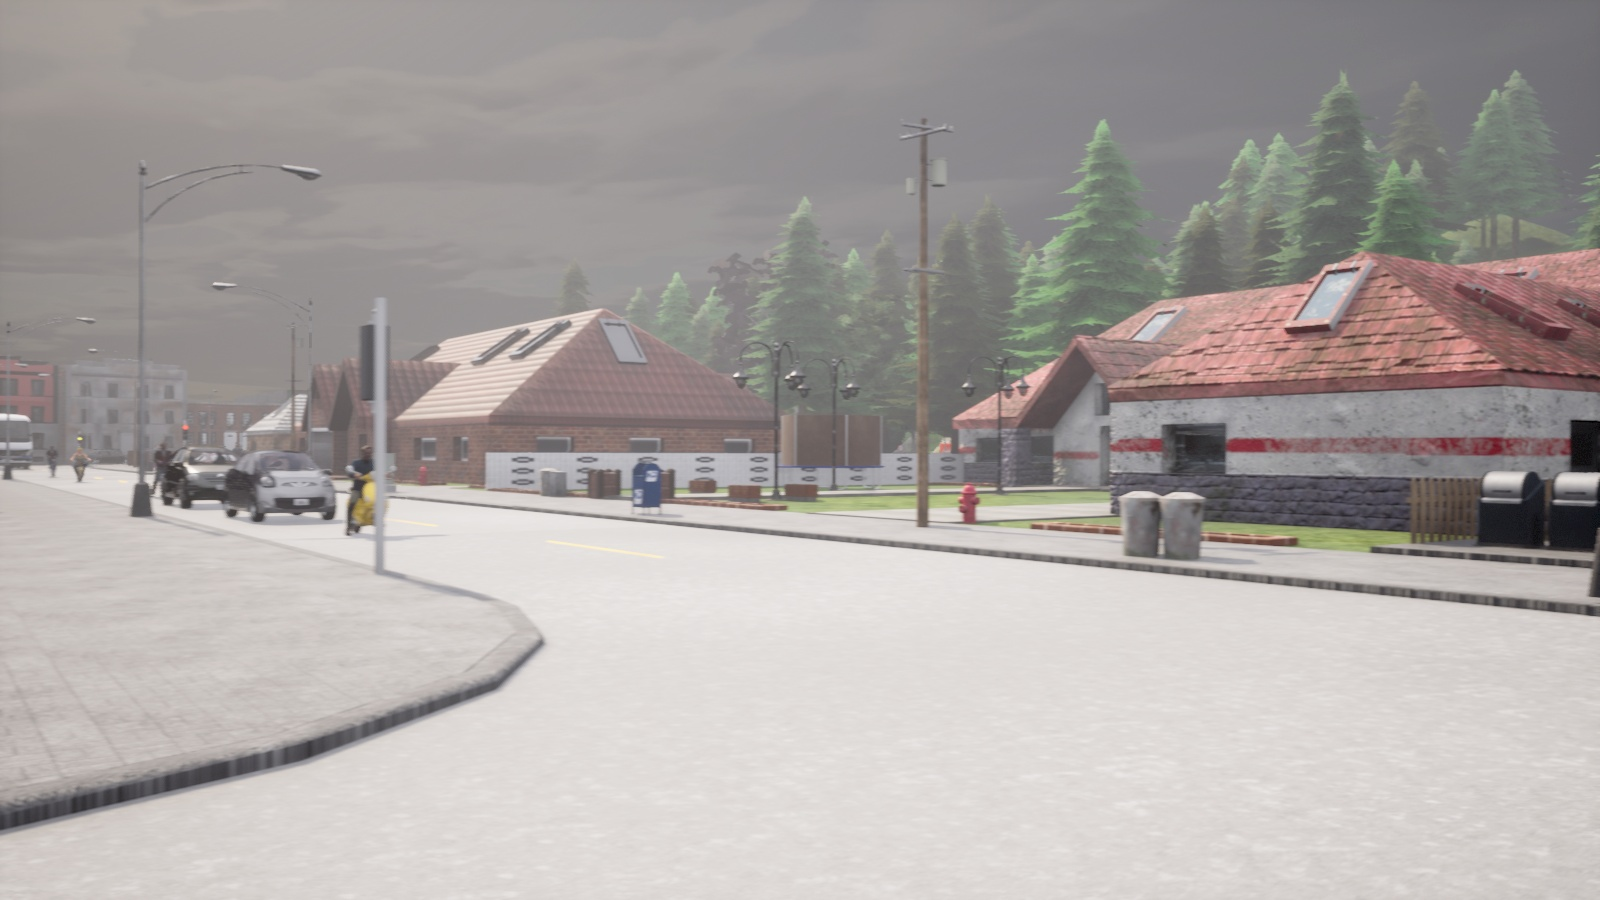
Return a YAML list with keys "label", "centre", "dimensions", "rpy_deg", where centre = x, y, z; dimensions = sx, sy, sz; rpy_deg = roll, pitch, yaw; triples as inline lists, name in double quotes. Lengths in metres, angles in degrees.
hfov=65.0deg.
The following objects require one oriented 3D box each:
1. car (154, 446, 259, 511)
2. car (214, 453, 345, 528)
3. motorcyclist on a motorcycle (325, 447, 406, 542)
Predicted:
- label: "car"
  centre: [-15.911, 0.718, 33.570]
  dimensions: [1.851, 1.617, 3.988]
  rpy_deg: [0, 0, -36]
- label: "car"
  centre: [-11.310, 0.818, 27.167]
  dimensions: [1.845, 1.501, 3.633]
  rpy_deg: [0, 0, -36]
- label: "motorcyclist on a motorcycle"
  centre: [-7.649, 0.745, 22.060]
  dimensions: [0.866, 1.590, 1.817]
  rpy_deg: [0, 0, -36]
